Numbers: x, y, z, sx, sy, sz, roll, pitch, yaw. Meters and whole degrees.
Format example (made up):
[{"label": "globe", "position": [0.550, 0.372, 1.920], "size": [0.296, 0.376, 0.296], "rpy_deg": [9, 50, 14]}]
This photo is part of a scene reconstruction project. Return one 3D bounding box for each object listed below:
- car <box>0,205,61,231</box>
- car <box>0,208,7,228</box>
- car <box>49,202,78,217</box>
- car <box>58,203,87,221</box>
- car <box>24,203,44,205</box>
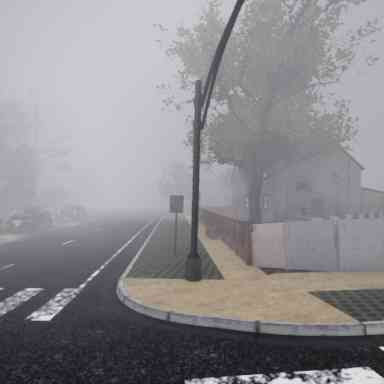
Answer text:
[{"label": "car", "position": [-12.154, 2.022, 25.327], "size": [2.128, 1.511, 4.902], "rpy_deg": [2, -1, -3]}, {"label": "car", "position": [-15.317, 1.900, 23.601], "size": [1.837, 1.490, 4.892], "rpy_deg": [2, -1, -3]}, {"label": "car", "position": [-16.270, 2.174, 42.326], "size": [2.097, 1.767, 4.553], "rpy_deg": [2, -1, -3]}, {"label": "car", "position": [-12.667, 2.107, 35.215], "size": [2.097, 1.767, 4.553], "rpy_deg": [2, -1, -3]}, {"label": "car", "position": [-15.788, 1.952, 32.649], "size": [2.097, 1.767, 4.553], "rpy_deg": [2, -1, -3]}]
